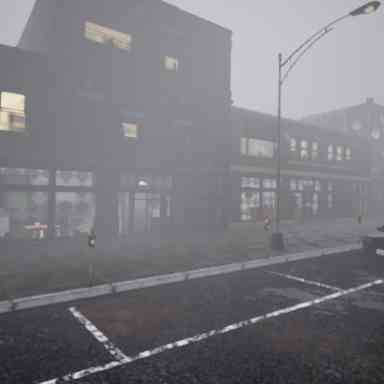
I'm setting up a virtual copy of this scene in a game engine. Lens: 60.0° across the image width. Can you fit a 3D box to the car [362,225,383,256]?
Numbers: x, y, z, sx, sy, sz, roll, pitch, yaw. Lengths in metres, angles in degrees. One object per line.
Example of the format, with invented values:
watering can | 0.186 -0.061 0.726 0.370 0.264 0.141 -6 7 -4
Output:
car | 8.088 1.646 12.311 4.313 1.339 1.947 0 1 -35
